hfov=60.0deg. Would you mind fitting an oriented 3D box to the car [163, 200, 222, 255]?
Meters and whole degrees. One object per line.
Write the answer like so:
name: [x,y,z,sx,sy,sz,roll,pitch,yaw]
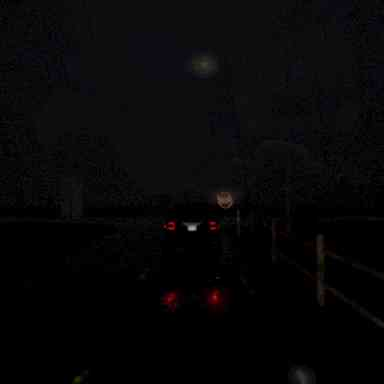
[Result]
car: [0.006,1.347,14.007,2.150,2.045,5.566,0,0,0]
